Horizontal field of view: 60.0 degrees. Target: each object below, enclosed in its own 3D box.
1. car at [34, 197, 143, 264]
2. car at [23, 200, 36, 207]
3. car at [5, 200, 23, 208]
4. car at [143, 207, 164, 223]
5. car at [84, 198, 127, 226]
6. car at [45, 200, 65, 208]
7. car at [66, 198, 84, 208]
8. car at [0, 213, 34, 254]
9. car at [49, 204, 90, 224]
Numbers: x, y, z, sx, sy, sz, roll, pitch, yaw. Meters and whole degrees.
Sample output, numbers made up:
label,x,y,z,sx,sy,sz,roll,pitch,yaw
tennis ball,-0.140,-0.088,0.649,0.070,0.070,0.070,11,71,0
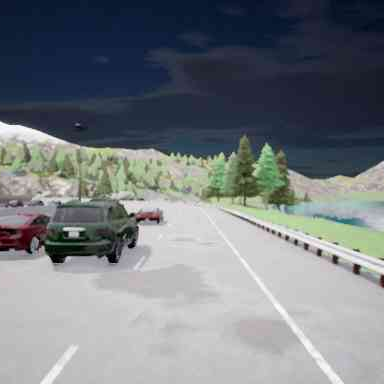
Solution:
label,x,y,z,sx,sy,sz,roll,pitch,yaw
car,-3.488,1.366,12.550,2.150,2.045,5.566,0,0,0
car,-28.822,2.184,61.409,1.837,1.490,4.892,0,0,-6
car,-32.237,2.199,60.591,1.812,1.442,4.674,0,0,-6
car,-3.482,1.917,28.225,1.895,1.301,4.718,0,-1,0
car,-6.989,1.533,27.562,2.150,2.045,5.566,0,0,0
car,-25.383,2.195,61.924,2.128,1.511,4.902,0,-1,-5
car,-21.960,2.051,62.653,2.097,1.767,4.553,0,-1,-5
car,-6.975,1.637,14.232,1.882,1.535,5.008,0,0,0
car,-10.477,1.848,28.877,1.812,1.442,4.674,0,0,0
